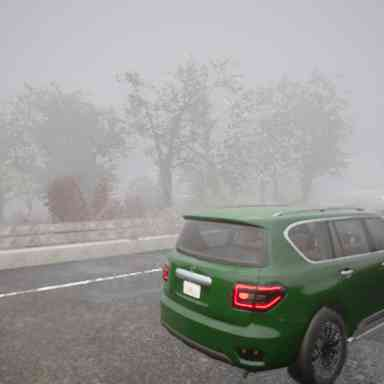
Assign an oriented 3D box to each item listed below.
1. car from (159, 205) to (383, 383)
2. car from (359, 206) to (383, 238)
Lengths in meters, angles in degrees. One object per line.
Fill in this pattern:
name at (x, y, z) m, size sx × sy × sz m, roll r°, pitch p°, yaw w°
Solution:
car at (2.098, 1.242, 5.575) m, size 5.566 × 2.045 × 2.150 m, roll 0°, pitch 0°, yaw -38°
car at (11.284, 1.610, 18.656) m, size 2.033 × 1.411 × 5.357 m, roll 0°, pitch 0°, yaw 43°
